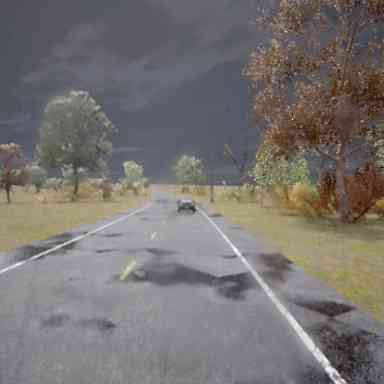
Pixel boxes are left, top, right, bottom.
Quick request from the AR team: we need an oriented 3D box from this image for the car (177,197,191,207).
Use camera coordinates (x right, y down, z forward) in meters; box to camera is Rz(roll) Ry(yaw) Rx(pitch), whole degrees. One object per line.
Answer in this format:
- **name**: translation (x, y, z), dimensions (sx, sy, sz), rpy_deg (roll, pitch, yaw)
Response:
- **car**: translation (-1.146, 1.404, 48.235), dimensions (1.895, 1.301, 4.718), rpy_deg (0, 0, -3)

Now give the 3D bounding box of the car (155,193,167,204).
- **car**: translation (-5.306, 1.238, 57.477), dimensions (1.882, 1.535, 5.008), rpy_deg (0, 0, -3)

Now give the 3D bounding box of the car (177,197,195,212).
- **car**: translation (-0.616, 1.386, 35.996), dimensions (1.812, 1.442, 4.674), rpy_deg (0, 0, -2)
